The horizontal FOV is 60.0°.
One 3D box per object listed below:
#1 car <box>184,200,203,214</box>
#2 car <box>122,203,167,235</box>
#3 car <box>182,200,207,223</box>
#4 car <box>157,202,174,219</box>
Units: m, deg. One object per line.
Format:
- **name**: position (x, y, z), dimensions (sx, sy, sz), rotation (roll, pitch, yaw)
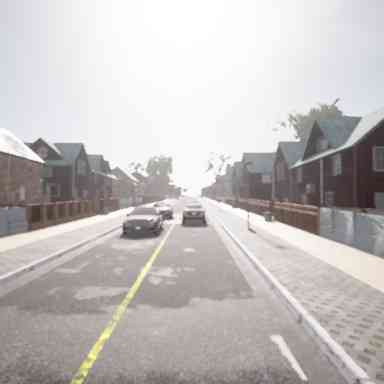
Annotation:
- **car**: position (0.187, 1.628, 37.944), dimensions (2.033, 1.411, 5.357), rotation (0, 0, 1)
- **car**: position (-2.676, 1.547, 18.934), dimensions (1.812, 1.442, 4.674), rotation (0, 0, 1)
- **car**: position (0.166, 1.591, 25.850), dimensions (2.033, 1.411, 5.357), rotation (0, 0, 1)
- **car**: position (-2.629, 1.611, 29.307), dimensions (1.994, 1.385, 4.181), rotation (0, 0, 1)
